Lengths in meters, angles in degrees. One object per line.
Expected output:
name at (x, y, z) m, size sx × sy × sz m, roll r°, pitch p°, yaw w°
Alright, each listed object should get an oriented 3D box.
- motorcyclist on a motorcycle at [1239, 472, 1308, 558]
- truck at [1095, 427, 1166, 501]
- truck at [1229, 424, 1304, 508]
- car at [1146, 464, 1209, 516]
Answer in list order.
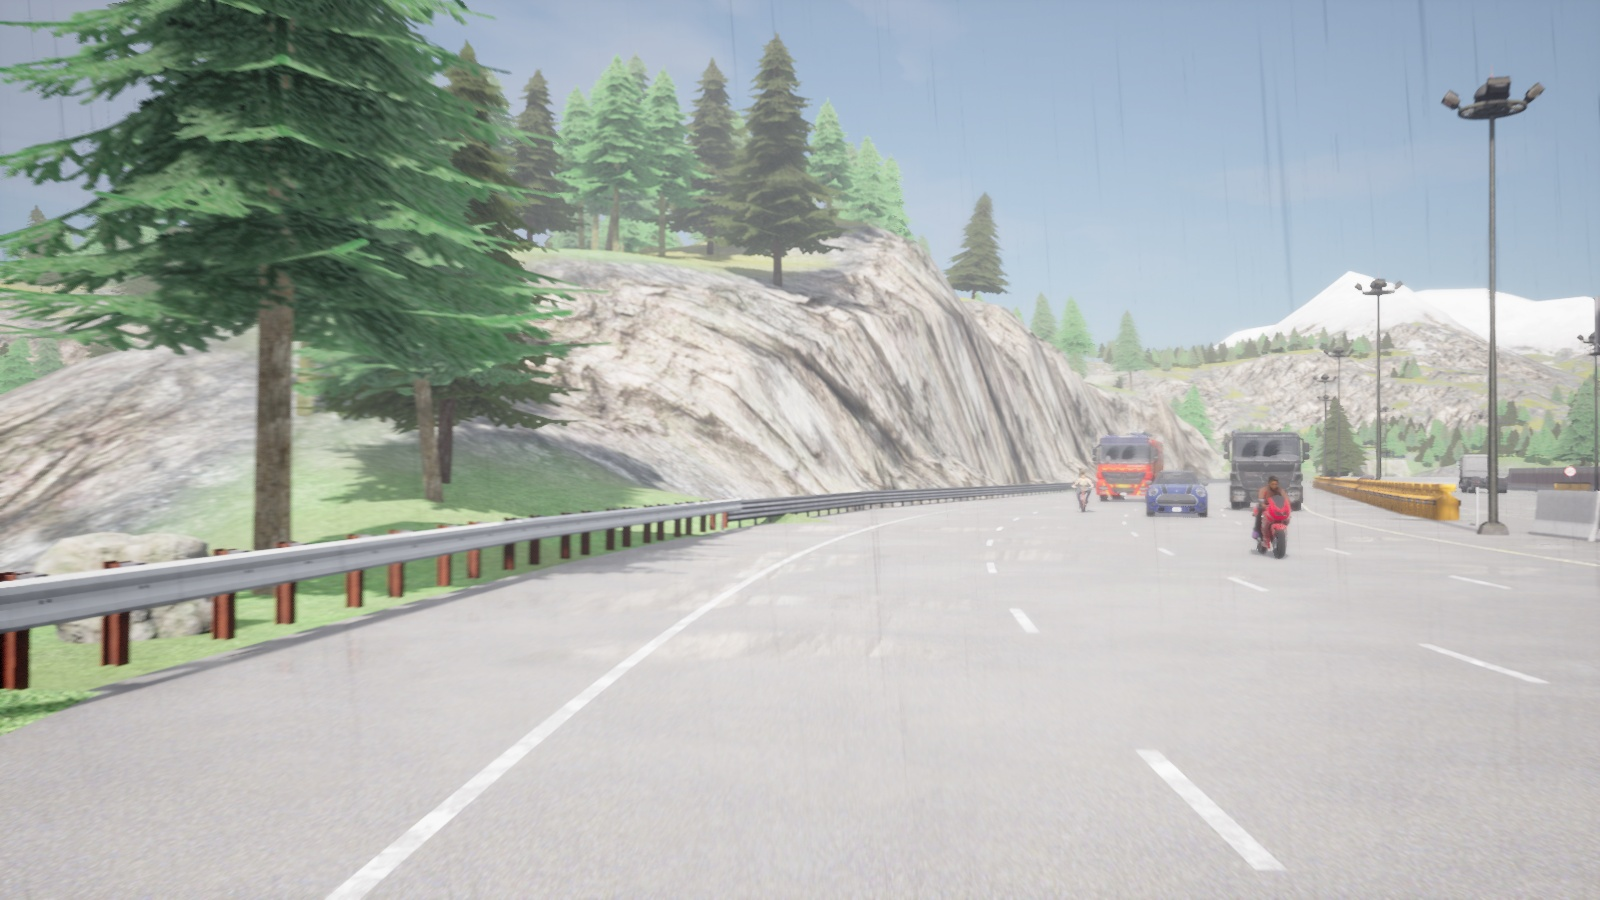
motorcyclist on a motorcycle at (8.821, 1.173, 23.473) m, size 0.797 × 1.523 × 2.044 m, roll 1°, pitch -1°, yaw 9°
truck at (18.384, 0.778, 69.460) m, size 2.891 × 3.827 × 8.468 m, roll 0°, pitch -1°, yaw 21°
truck at (20.776, 0.731, 55.943) m, size 2.891 × 3.462 × 7.936 m, roll 0°, pitch -1°, yaw 20°
car at (13.732, 1.413, 45.716) m, size 2.097 × 1.767 × 4.553 m, roll 0°, pitch -1°, yaw 16°
